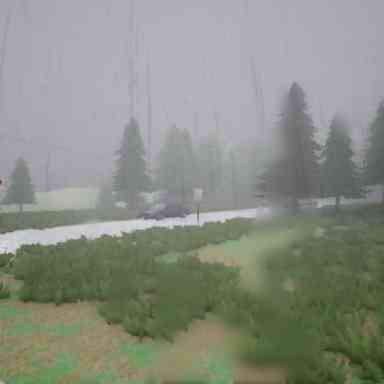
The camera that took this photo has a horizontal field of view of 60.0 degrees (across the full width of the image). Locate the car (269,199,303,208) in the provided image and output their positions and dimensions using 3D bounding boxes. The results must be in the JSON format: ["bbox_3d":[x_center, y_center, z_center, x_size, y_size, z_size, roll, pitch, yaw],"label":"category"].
[{"bbox_3d":[12.169,1.458,42.910,2.097,1.767,4.553,0,0,36],"label":"car"}]

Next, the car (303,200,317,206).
[{"bbox_3d":[17.881,1.597,51.160,2.128,1.511,4.902,0,0,35],"label":"car"}]

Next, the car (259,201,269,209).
[{"bbox_3d":[11.070,1.662,47.040,1.994,1.385,4.181,0,0,36],"label":"car"}]

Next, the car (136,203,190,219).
[{"bbox_3d":[-2.286,1.645,28.086,2.033,1.411,5.357,0,0,35],"label":"car"}]
